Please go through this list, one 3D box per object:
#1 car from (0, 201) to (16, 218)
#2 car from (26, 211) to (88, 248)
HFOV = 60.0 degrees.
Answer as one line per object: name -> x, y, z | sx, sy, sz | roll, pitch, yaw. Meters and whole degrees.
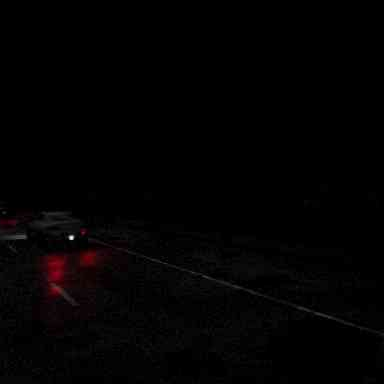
car -> -17.661, 1.603, 30.850 | 2.128, 1.511, 4.902 | 0, 0, -36
car -> -6.167, 1.580, 15.088 | 1.812, 1.442, 4.674 | 0, 0, -36
